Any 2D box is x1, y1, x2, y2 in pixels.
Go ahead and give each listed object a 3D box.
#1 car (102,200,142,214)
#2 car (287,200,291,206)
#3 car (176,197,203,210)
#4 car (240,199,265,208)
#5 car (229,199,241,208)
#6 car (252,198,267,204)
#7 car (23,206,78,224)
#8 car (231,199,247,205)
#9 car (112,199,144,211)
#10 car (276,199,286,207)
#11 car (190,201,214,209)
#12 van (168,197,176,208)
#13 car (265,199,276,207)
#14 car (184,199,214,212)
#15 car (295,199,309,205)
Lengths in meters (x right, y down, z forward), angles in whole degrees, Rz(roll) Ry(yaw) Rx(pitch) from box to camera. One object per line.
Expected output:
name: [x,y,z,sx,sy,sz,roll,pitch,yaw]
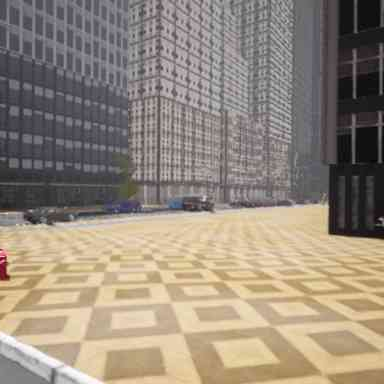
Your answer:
car: [-8.894,1.825,41.443,1.882,1.535,5.008,1,0,35]
car: [20.598,2.384,73.747,1.947,1.339,4.313,0,0,35]
car: [0.599,1.725,49.657,2.150,2.045,5.566,1,0,35]
car: [10.933,2.234,59.850,1.947,1.339,4.313,0,0,35]
car: [8.571,2.118,61.134,2.128,1.511,4.902,1,0,35]
car: [16.939,2.314,83.163,1.947,1.339,4.313,0,0,35]
car: [-11.512,1.864,27.352,2.008,1.369,4.403,0,0,35]
car: [10.498,2.230,73.901,1.802,1.307,4.206,0,0,35]
car: [-8.827,1.786,46.115,1.967,1.590,4.097,0,0,35]
car: [17.378,2.208,69.115,1.967,1.590,4.097,0,0,35]
car: [1.738,2.172,56.583,1.895,1.301,4.718,1,0,35]
van: [-2.384,1.788,55.378,1.690,1.788,3.998,0,0,35]
car: [14.154,2.300,64.482,1.802,1.307,4.206,0,0,35]
car: [1.268,2.082,45.953,1.947,1.339,4.313,0,0,35]
car: [27.042,2.483,83.012,1.947,1.339,4.313,0,0,35]
